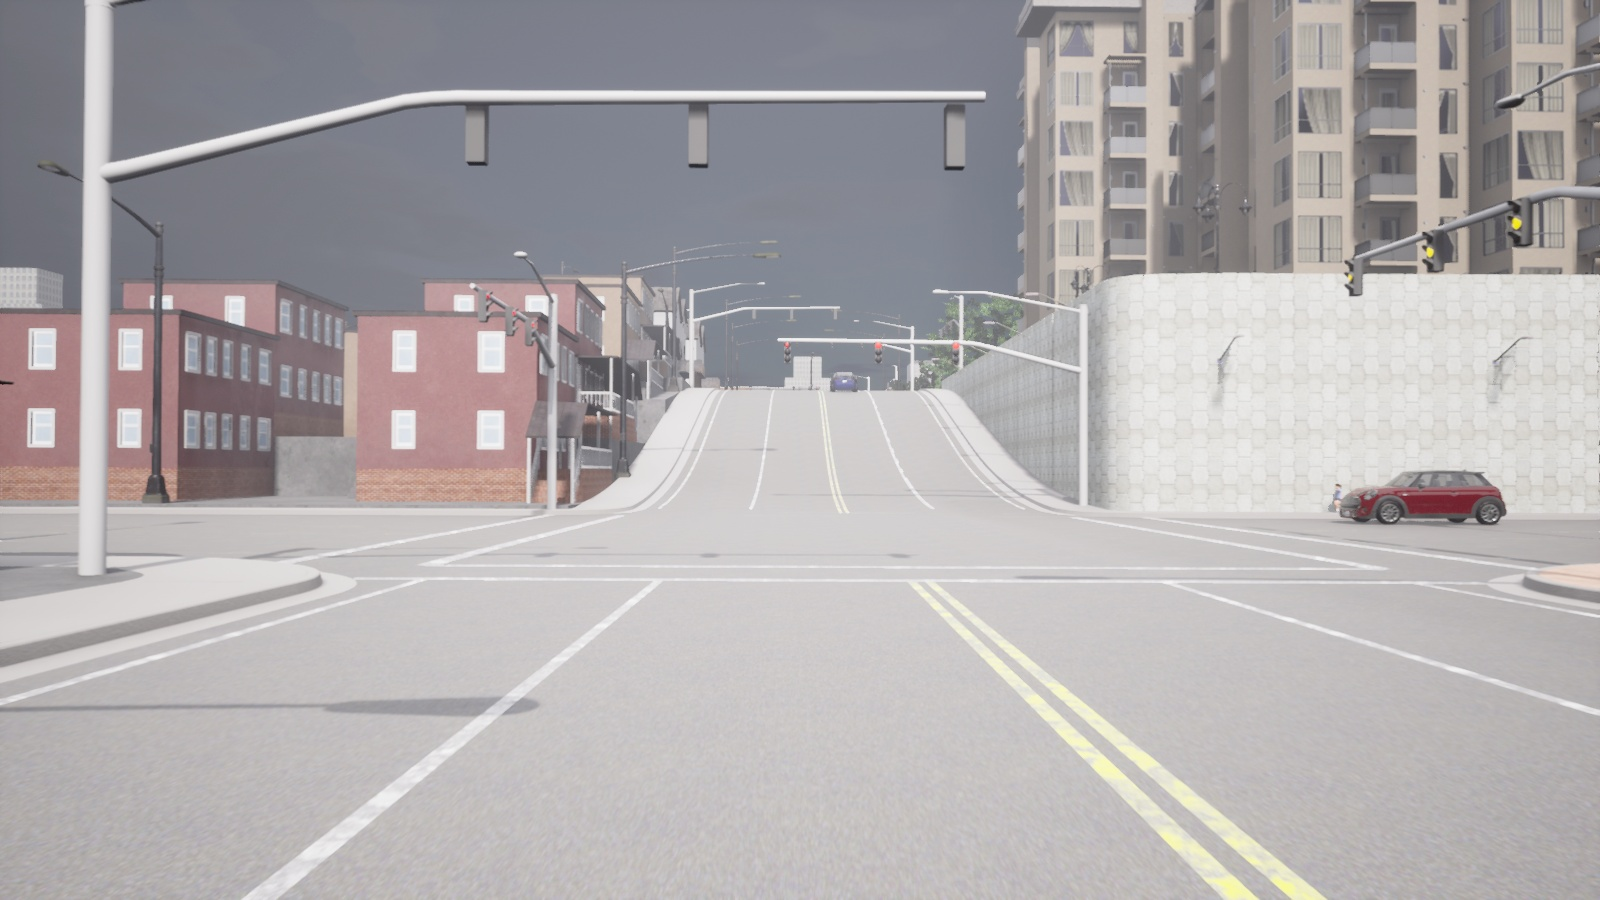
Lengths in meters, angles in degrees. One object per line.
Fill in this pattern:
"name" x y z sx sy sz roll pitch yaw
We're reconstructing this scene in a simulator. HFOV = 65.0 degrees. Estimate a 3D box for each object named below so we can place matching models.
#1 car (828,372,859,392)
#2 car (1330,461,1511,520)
"car" 3.234 -5.132 94.506 2.163 1.488 4.792 0 3 0
"car" 19.166 1.248 38.941 4.553 1.767 2.097 0 -1 0
